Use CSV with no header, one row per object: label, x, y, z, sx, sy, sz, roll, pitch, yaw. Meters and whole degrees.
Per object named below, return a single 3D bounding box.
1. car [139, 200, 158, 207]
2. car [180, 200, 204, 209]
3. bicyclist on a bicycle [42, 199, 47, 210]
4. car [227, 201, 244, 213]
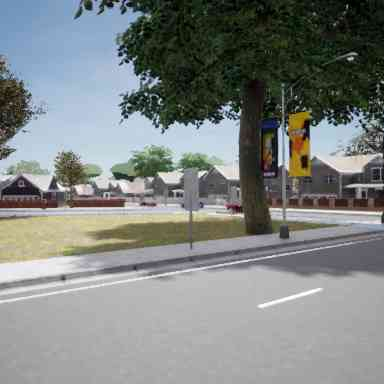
car,-8.723,2.212,65.711,1.895,1.301,4.718,-1,0,-35
car,-0.092,1.899,53.407,1.882,1.535,5.008,-1,0,-35
bicyclist on a bicycle,-21.541,1.760,48.539,0.582,1.620,1.656,0,1,-5
car,6.275,1.804,39.549,1.882,1.535,5.008,-1,0,-35
